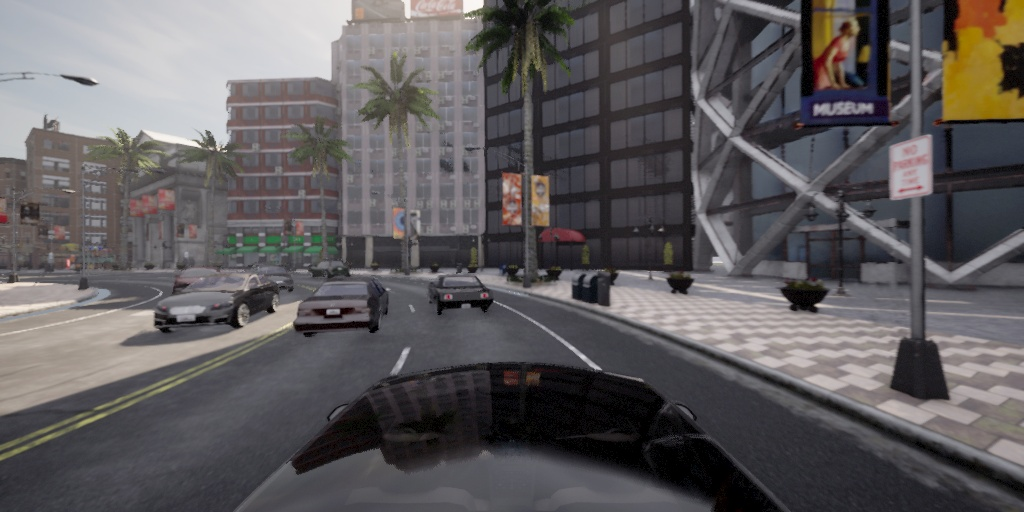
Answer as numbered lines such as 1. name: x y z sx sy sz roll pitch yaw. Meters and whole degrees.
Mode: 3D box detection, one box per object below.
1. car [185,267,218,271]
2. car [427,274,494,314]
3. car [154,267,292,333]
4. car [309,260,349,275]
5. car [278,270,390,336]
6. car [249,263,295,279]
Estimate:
1. car: -16.702 1.340 19.339 1.882 1.535 5.008 0 0 -38
2. car: -2.192 1.360 13.894 1.895 1.301 4.718 0 0 -18
3. car: -8.929 1.299 11.324 2.128 1.511 4.902 0 0 -18
4. car: -17.448 1.207 34.140 4.553 1.767 2.097 0 0 38
5. car: -4.755 1.326 10.637 2.033 1.411 5.357 0 0 -15
6. car: -14.103 1.330 21.061 2.128 1.511 4.902 0 0 -38
